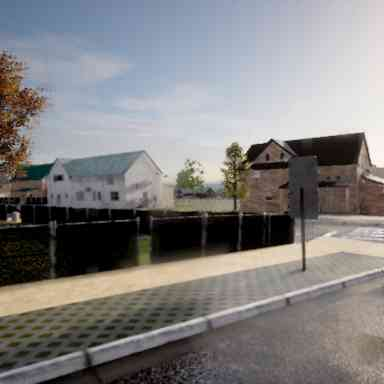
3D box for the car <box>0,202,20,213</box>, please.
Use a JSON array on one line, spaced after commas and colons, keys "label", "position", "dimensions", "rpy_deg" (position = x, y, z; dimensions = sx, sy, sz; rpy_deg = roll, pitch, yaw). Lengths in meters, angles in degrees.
[{"label": "car", "position": [-24.109, 2.045, 43.078], "dimensions": [4.181, 1.385, 1.994], "rpy_deg": [-1, 2, 37]}]
